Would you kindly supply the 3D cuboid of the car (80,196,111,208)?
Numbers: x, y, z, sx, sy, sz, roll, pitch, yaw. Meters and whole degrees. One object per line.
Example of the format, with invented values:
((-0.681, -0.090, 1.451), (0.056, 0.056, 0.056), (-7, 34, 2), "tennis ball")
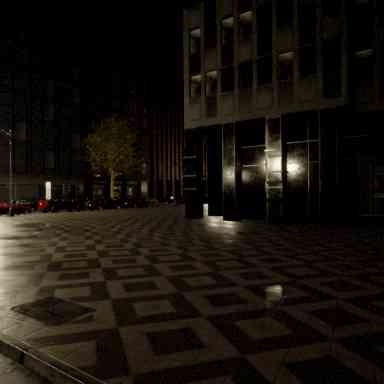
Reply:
((-14.301, 1.486, 49.306), (1.967, 1.590, 4.097), (-1, 0, 35), "car")

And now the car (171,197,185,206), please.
((-0.872, 1.464, 53.714), (1.887, 1.381, 4.507), (-1, 0, 35), "car")

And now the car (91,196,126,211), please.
((-10.509, 1.526, 39.812), (1.947, 1.339, 4.313), (-1, 0, 35), "car")

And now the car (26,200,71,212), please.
((-17.233, 1.640, 40.246), (1.895, 1.301, 4.718), (-1, 0, 35), "car")

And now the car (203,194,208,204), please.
((2.339, 1.224, 58.349), (2.192, 1.841, 5.009), (-1, 0, 35), "car")

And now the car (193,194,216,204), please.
((2.424, 1.285, 62.996), (2.097, 1.767, 4.553), (-1, 0, 35), "car")

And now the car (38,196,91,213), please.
((-13.724, 1.291, 35.179), (2.192, 1.841, 5.009), (-1, 0, 35), "car")

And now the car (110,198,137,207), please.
((-11.086, 1.614, 53.941), (1.802, 1.307, 4.206), (-1, 0, 35), "car")

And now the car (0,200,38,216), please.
((-16.934, 1.577, 30.543), (1.802, 1.307, 4.206), (-1, 0, 35), "car")

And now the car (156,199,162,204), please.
((-7.971, 1.546, 58.435), (1.752, 1.417, 4.829), (-1, 0, 35), "car")

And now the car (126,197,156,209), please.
((-7.297, 1.510, 44.445), (1.947, 1.339, 4.313), (-1, 0, 35), "car")

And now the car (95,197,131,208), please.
((-11.480, 1.502, 48.519), (2.128, 1.511, 4.902), (-1, 0, 35), "car")

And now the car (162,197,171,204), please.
((-4.660, 1.576, 63.211), (1.947, 1.339, 4.313), (-1, 0, 35), "car")

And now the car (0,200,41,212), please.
((-20.725, 1.644, 40.038), (1.947, 1.339, 4.313), (-1, 0, 35), "car")
